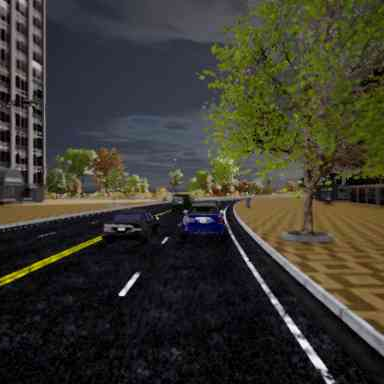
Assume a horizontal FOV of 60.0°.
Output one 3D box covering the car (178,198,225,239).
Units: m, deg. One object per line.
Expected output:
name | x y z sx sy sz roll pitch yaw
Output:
car | 0.615 1.362 17.435 2.097 1.767 4.553 0 0 3

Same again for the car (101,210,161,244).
car | -2.734 1.552 15.923 2.033 1.411 5.357 0 0 3

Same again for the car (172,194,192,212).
car | -0.966 1.247 38.632 2.150 2.045 5.566 0 0 6

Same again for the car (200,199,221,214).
car | 2.093 1.575 36.760 2.033 1.411 5.357 0 0 6
